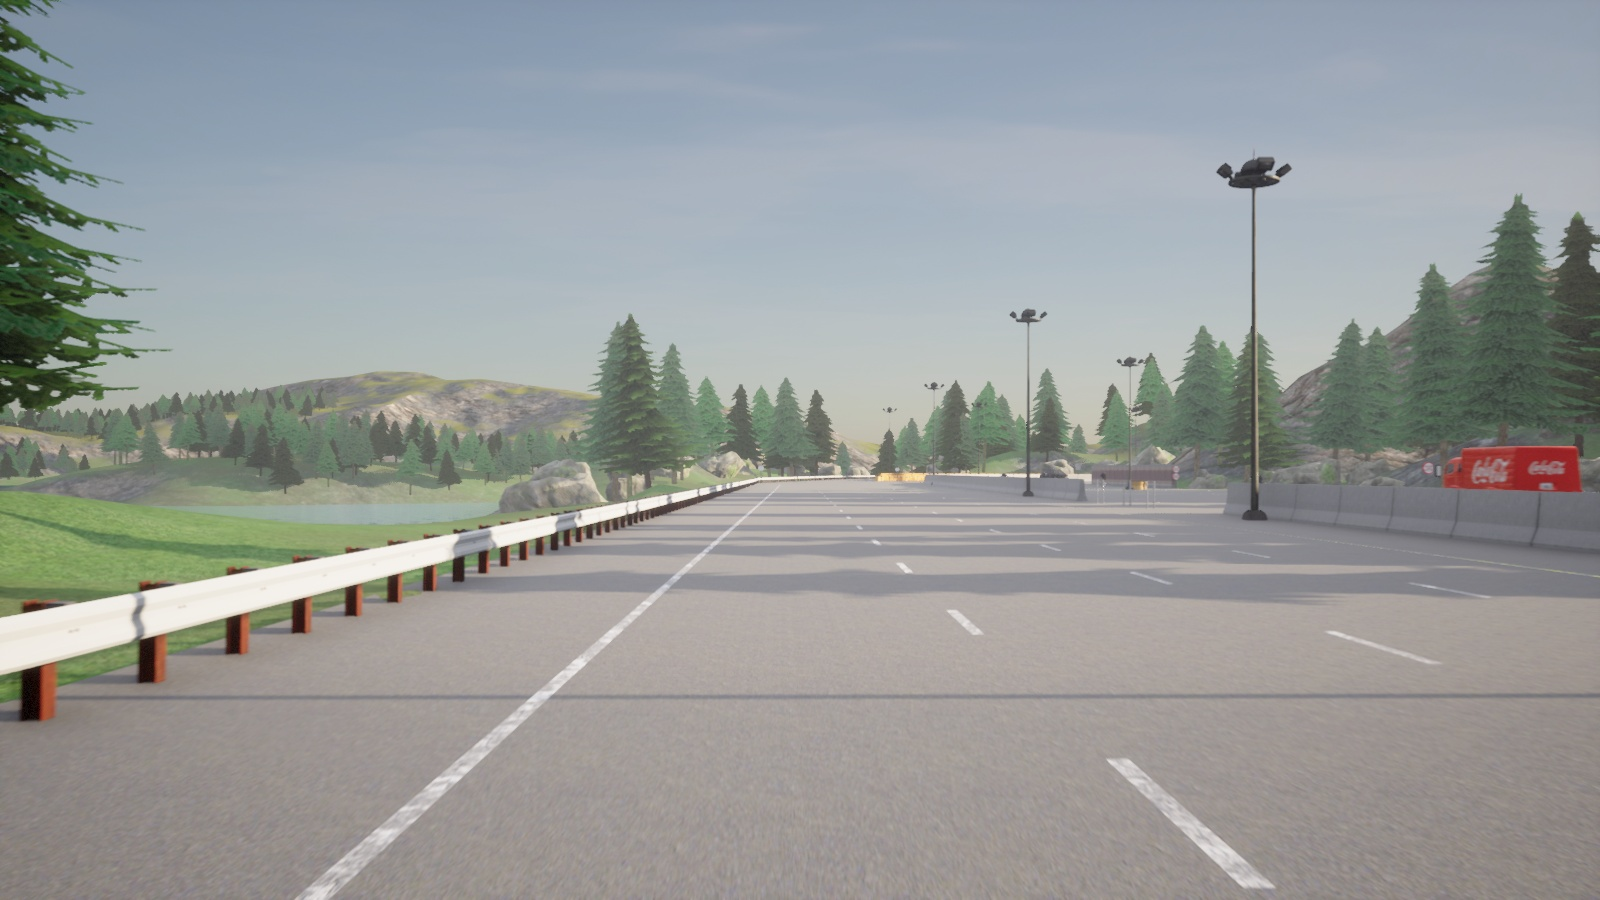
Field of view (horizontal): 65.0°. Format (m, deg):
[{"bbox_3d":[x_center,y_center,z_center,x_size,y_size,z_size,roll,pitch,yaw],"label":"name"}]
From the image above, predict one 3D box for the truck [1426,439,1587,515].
[{"bbox_3d":[24.396,0.953,43.665,2.627,2.467,5.204,0,-2,0],"label":"truck"}]
